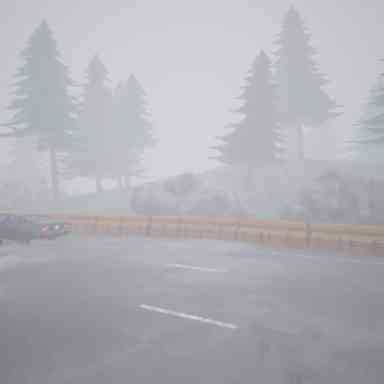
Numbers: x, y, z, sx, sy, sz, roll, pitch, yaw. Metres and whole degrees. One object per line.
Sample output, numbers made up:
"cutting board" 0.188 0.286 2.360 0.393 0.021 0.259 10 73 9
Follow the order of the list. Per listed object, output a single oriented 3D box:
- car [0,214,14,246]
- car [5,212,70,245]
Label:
"car" -9.956 1.714 13.114 5.357 1.411 2.033 0 0 22
"car" -8.596 1.709 16.344 5.357 1.411 2.033 0 0 22
